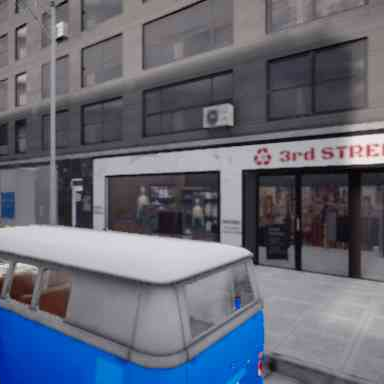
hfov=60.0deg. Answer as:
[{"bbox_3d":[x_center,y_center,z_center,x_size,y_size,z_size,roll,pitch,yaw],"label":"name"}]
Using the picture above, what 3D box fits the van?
[{"bbox_3d":[-1.207,1.341,3.671,3.998,1.788,1.690,0,0,36],"label":"van"}]
